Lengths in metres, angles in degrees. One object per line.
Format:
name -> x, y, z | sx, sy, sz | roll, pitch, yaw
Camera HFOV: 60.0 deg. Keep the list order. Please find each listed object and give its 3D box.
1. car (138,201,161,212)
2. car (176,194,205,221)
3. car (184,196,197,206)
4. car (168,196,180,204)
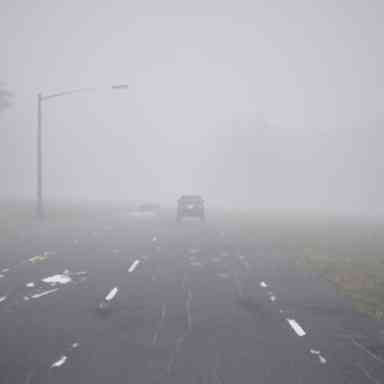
car -> -5.180, 1.721, 41.175 | 1.895, 1.301, 4.718 | 0, 0, 7
car -> -0.110, 1.278, 27.537 | 2.150, 2.045, 5.566 | 0, 0, 0
car -> -0.239, 1.527, 57.742 | 2.097, 1.767, 4.553 | 0, 0, 0
car -> -3.795, 1.685, 70.764 | 2.128, 1.511, 4.902 | 0, 0, 0
